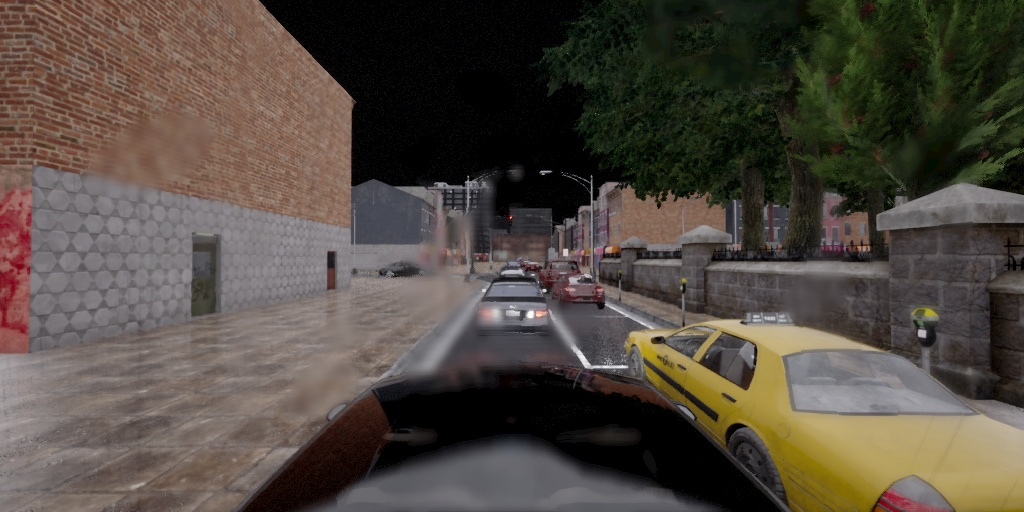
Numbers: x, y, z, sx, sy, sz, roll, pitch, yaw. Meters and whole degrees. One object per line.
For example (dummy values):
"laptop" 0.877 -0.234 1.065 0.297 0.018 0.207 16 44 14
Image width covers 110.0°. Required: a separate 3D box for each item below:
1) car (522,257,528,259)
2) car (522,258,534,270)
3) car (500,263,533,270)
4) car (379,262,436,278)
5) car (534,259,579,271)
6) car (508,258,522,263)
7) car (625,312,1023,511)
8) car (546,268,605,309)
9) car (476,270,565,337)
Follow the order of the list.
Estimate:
"car" 2.599 1.403 62.905 1.888 1.381 4.507 0 0 0
"car" 2.610 1.356 46.594 1.888 1.381 4.507 0 0 0
"car" 0.014 1.287 19.946 1.812 1.442 4.674 0 0 1
"car" -9.246 1.254 31.923 4.892 1.490 1.837 0 0 -5
"car" 2.628 1.076 20.165 2.192 1.841 5.009 0 0 0
"car" 0.140 1.366 49.833 2.033 1.411 5.357 0 0 -1
"car" 2.639 1.276 3.988 1.751 1.417 4.829 0 0 0
"car" 2.632 1.338 14.716 1.802 1.307 4.207 0 0 0
"car" 0.062 1.300 10.234 2.033 1.411 5.357 0 0 0
